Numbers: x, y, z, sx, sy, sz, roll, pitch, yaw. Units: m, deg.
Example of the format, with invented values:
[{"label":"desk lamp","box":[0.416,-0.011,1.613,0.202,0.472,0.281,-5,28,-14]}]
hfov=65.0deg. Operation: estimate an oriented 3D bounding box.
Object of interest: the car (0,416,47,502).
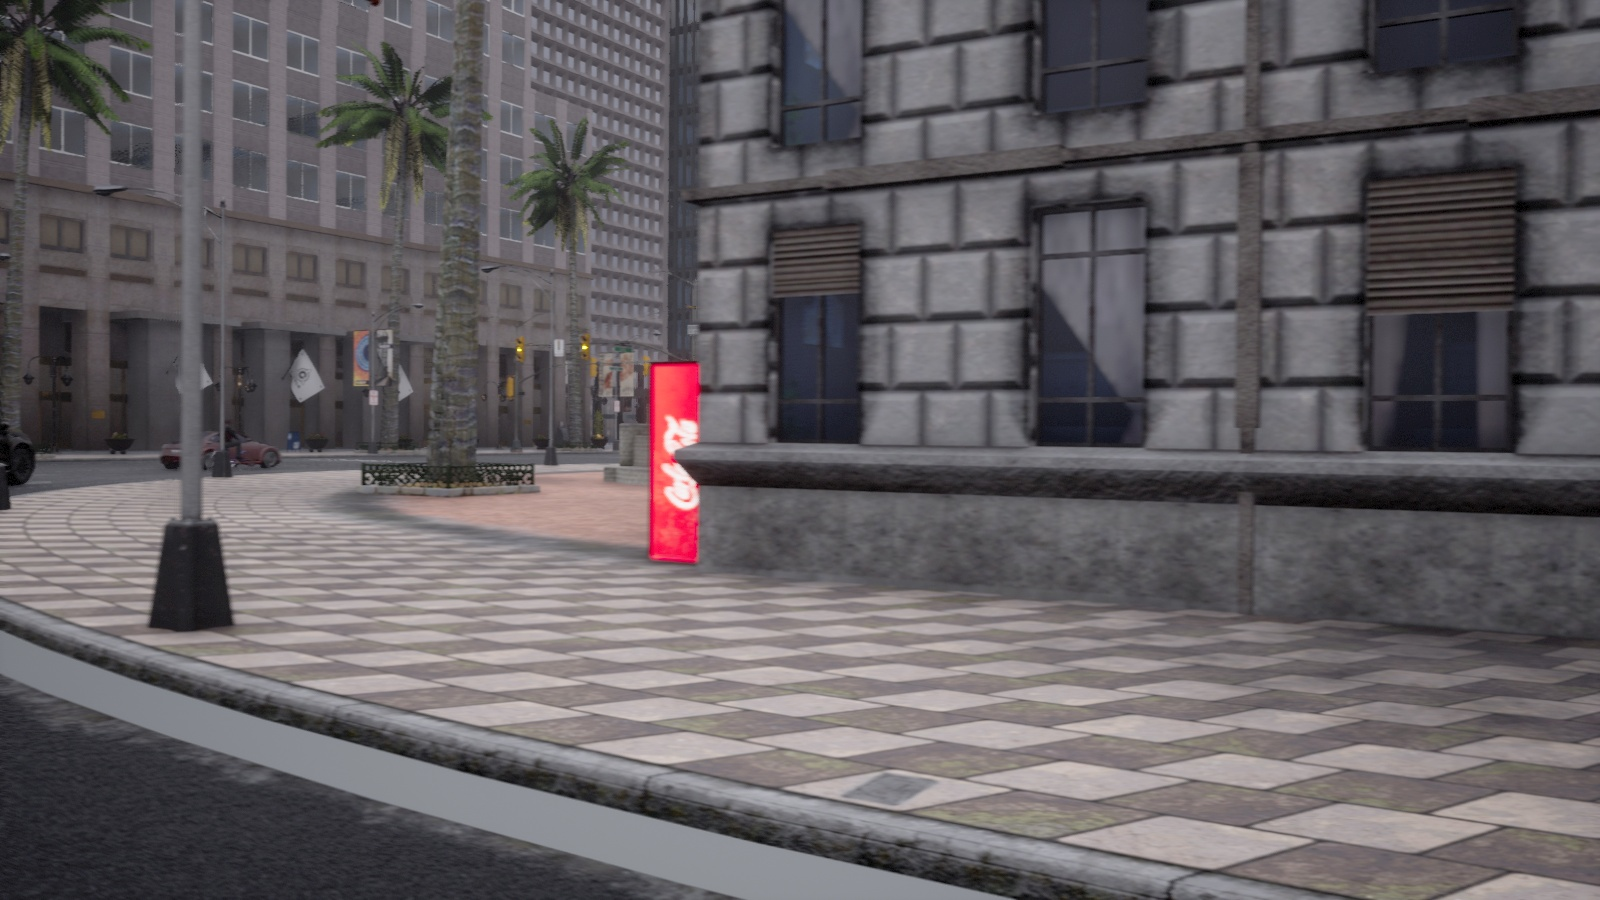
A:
[{"label":"car","box":[-19.957,0.232,29.098,2.150,2.045,5.566,-1,1,-7]}]

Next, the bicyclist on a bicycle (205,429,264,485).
[{"label":"bicyclist on a bicycle","box":[-18.338,0.208,40.773,0.659,1.776,1.843,0,1,18]}]

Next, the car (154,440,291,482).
[{"label":"car","box":[-20.533,0.366,44.837,1.994,1.385,4.181,0,1,23]}]
